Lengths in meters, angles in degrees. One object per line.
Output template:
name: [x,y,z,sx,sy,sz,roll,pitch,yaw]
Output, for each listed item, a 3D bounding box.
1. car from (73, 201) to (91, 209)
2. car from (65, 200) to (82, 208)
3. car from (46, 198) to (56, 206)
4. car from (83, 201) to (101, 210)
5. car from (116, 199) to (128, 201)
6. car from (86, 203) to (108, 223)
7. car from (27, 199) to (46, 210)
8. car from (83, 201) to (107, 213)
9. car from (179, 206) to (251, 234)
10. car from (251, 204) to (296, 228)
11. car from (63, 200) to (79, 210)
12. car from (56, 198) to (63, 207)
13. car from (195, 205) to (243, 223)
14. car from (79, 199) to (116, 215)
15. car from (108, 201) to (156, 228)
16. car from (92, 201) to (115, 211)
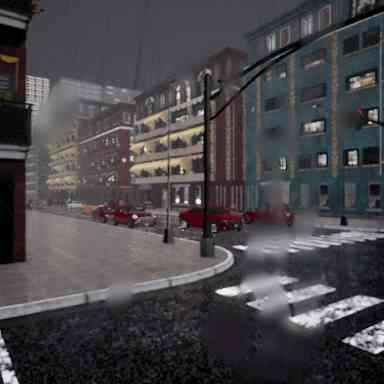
car: [-20.054,2.318,60.541,1.802,1.307,4.206,-1,0,-35]
car: [-23.237,2.369,65.086,1.947,1.339,4.313,-1,0,-35]
car: [-32.789,2.320,78.722,2.192,1.841,5.009,-1,0,-35]
car: [-16.871,2.251,55.996,1.802,1.307,4.206,-1,0,-35]
car: [-10.510,1.848,46.907,2.192,1.841,5.009,-1,0,-35]
car: [-7.400,1.900,28.733,1.802,1.307,4.206,-1,0,-35]
car: [-26.499,2.166,56.004,1.967,1.590,4.097,-1,0,-35]
car: [-13.910,2.084,47.381,1.812,1.442,4.674,0,-1,-35]
car: [1.093,1.660,20.906,1.882,1.535,5.008,0,-1,-35]
car: [5.412,1.632,24.187,1.967,1.590,4.097,-1,0,-35]
car: [-19.612,2.205,55.454,1.812,1.442,4.674,0,-1,-35]
car: [-26.420,2.422,69.631,2.008,1.369,4.403,-1,0,-35]
car: [2.229,1.842,28.729,1.802,1.307,4.206,-1,0,-35]
car: [-10.855,1.791,37.997,2.097,1.767,4.553,0,-1,-35]
car: [-4.220,1.690,24.189,1.967,1.590,4.097,-1,0,-35]
car: [-13.689,2.152,51.451,2.008,1.369,4.403,-1,0,-35]
